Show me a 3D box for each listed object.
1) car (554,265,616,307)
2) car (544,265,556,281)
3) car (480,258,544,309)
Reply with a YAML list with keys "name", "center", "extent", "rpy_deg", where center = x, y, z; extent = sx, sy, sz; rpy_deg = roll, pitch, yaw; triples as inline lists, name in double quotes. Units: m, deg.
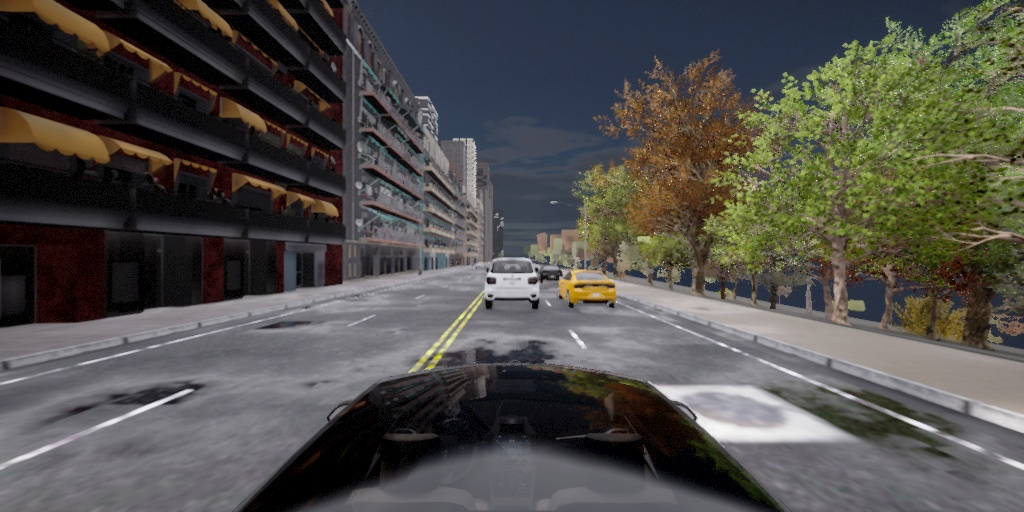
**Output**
- name: "car"
  center: [3.261, 1.366, 16.319]
  extent: [1.882, 1.535, 5.008]
  rpy_deg: [0, 0, 0]
- name: "car"
  center: [3.266, 1.510, 31.330]
  extent: [1.882, 1.535, 5.008]
  rpy_deg: [0, 0, 0]
- name: "car"
  center: [0.006, 1.100, 15.874]
  extent: [2.150, 2.045, 5.566]
  rpy_deg: [0, 0, 0]
